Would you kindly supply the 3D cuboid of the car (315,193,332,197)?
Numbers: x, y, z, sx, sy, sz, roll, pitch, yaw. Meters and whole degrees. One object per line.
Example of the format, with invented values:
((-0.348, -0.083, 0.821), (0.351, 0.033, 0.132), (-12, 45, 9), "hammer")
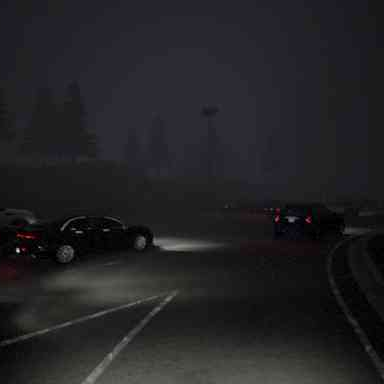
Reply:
((22.124, 1.163, 55.167), (2.150, 2.045, 5.566), (0, 0, 43), "car")

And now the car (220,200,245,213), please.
((4.981, 1.524, 36.503), (1.994, 1.385, 4.181), (0, 0, 43), "car")

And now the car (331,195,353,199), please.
((24.150, 1.294, 52.197), (2.097, 1.767, 4.553), (0, 0, 43), "car")

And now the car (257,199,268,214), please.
((8.401, 1.515, 29.878), (2.033, 1.411, 5.357), (0, 0, 43), "car")

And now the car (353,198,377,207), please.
((25.486, 1.511, 48.476), (1.994, 1.385, 4.181), (0, 0, 43), "car")

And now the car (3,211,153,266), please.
((-3.550, 1.492, 11.695), (1.837, 1.490, 4.892), (0, 0, 43), "car")

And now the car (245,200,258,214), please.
((7.908, 1.440, 34.515), (1.882, 1.535, 5.008), (0, 0, 43), "car")

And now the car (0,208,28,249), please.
((-8.304, 1.514, 11.696), (1.812, 1.442, 4.674), (0, 0, 43), "car")

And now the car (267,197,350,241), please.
((6.050, 1.334, 16.972), (2.097, 1.767, 4.553), (0, 0, 43), "car")

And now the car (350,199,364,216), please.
((13.823, 1.567, 30.605), (1.895, 1.301, 4.718), (0, 0, 43), "car")
